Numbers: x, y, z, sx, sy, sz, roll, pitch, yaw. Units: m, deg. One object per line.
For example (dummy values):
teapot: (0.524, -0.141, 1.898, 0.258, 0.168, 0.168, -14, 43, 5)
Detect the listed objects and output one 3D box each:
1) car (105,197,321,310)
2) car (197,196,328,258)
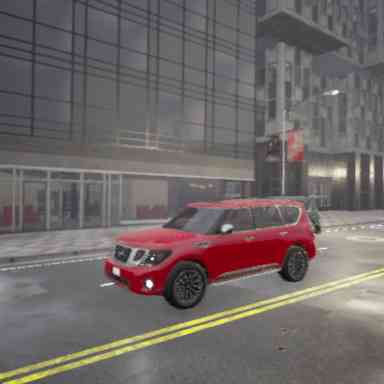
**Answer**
car: (0.750, 1.225, 8.213, 5.566, 2.045, 2.150, 0, 0, -35)
car: (3.079, 1.231, 13.867, 5.566, 2.045, 2.150, 0, 0, -36)
